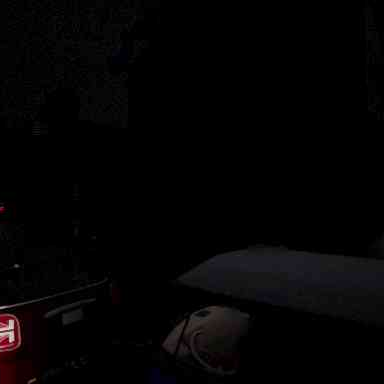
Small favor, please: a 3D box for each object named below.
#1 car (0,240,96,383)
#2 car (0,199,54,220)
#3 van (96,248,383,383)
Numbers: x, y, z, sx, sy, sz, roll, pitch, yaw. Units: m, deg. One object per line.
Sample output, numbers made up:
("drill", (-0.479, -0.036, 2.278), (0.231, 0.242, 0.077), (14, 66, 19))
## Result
("car", (-2.935, 1.441, 4.908), (4.097, 1.590, 1.967), (0, 0, 35))
("car", (-13.664, 1.319, 27.057), (2.097, 1.767, 4.553), (-1, 0, 35))
("van", (1.494, 1.341, 1.753), (3.998, 1.788, 1.690), (0, 0, 35))
